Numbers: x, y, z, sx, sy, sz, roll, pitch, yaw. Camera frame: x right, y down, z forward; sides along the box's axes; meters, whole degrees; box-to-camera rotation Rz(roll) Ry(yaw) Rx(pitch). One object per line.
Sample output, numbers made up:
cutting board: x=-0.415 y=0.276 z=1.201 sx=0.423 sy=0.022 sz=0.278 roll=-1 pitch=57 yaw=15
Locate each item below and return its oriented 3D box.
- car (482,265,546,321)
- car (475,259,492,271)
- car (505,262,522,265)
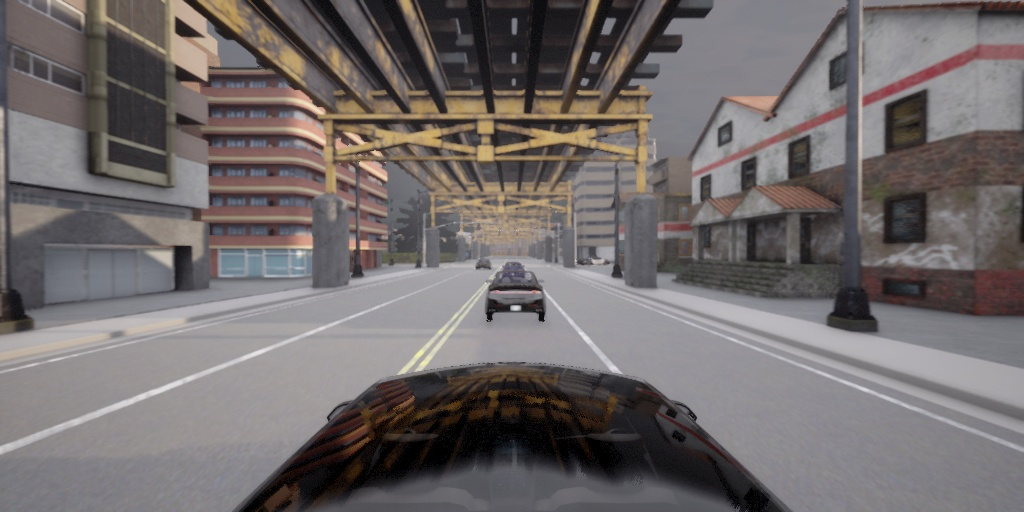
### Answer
car: x=0.107 y=1.241 z=12.459 sx=2.128 sy=1.511 sz=4.902 roll=0 pitch=0 yaw=0
car: x=-3.521 y=1.060 z=45.404 sx=2.033 sy=1.411 sz=5.357 roll=0 pitch=1 yaw=1
car: x=0.117 y=1.190 z=29.682 sx=1.812 sy=1.442 sz=4.674 roll=0 pitch=0 yaw=0
